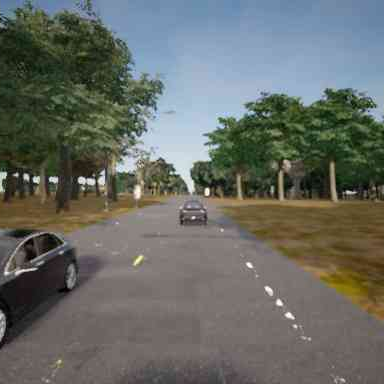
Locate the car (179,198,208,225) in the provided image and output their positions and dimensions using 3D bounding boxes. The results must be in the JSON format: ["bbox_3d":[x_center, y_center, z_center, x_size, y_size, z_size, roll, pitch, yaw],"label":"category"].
[{"bbox_3d":[0.093,1.453,23.936,2.128,1.511,4.902,0,0,0],"label":"car"}]

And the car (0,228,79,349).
[{"bbox_3d":[-3.593,1.492,6.043,1.837,1.490,4.892,0,0,0],"label":"car"}]
